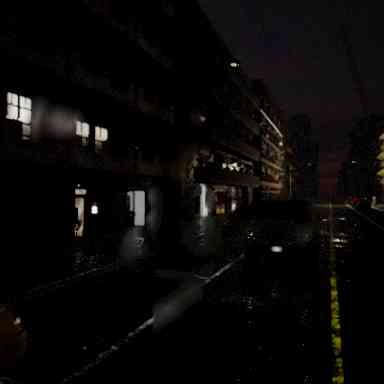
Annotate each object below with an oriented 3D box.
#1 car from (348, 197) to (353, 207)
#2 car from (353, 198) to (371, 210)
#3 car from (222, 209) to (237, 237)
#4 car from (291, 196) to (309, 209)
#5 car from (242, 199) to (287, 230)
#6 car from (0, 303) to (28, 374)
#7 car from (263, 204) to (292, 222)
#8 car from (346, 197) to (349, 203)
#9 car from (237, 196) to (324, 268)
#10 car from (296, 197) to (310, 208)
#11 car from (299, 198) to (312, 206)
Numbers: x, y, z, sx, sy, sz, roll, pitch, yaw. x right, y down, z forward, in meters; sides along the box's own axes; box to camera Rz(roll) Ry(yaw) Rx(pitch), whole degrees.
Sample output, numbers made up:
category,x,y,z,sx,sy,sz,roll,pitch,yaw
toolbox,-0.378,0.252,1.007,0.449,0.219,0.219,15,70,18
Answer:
category,x,y,z,sx,sy,sz,roll,pitch,yaw
car,28.061,1.765,56.400,1.887,1.381,4.507,0,0,23
car,23.803,1.706,46.147,1.752,1.417,4.829,0,0,23
car,3.028,1.525,17.977,1.967,1.590,4.097,0,0,23
car,16.000,1.526,49.208,2.192,1.841,5.009,0,0,23
car,5.191,1.422,23.182,2.192,1.841,5.009,0,0,23
car,-3.522,1.545,2.202,1.752,1.417,4.829,0,0,23
car,7.352,1.710,28.387,1.802,1.307,4.206,0,0,23
car,36.708,1.852,77.220,2.008,1.369,4.403,0,0,23
car,3.464,1.275,12.019,2.150,2.045,5.566,0,0,22
car,18.161,1.672,54.413,1.967,1.590,4.097,0,0,23
car,20.323,1.797,59.618,1.887,1.381,4.507,0,0,23
